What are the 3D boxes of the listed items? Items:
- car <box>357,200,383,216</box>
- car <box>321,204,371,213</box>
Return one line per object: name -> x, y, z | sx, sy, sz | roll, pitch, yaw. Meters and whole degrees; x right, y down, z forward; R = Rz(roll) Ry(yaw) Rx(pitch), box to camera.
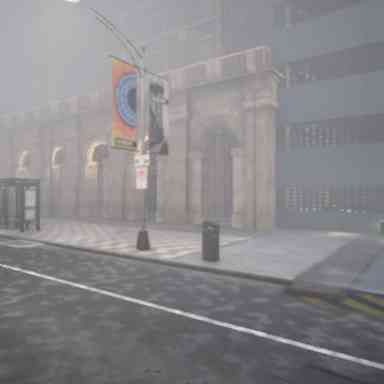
car -> 17.404, 1.459, 29.434 | 4.718, 1.301, 1.895 | 0, 0, 35
car -> 10.339, 1.408, 20.224 | 4.786, 1.482, 2.161 | 0, 0, 35
